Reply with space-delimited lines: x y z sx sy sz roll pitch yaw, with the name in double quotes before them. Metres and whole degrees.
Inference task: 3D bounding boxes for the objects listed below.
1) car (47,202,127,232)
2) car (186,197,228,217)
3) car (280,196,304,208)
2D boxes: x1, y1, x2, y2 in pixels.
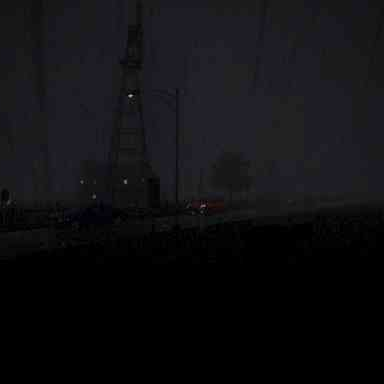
"car" -6.229 1.414 20.265 1.882 1.535 5.008 1 1 37
"car" 1.424 1.247 30.372 2.097 1.767 4.553 1 0 36
"car" 14.006 1.304 46.498 1.882 1.535 5.008 1 1 39
